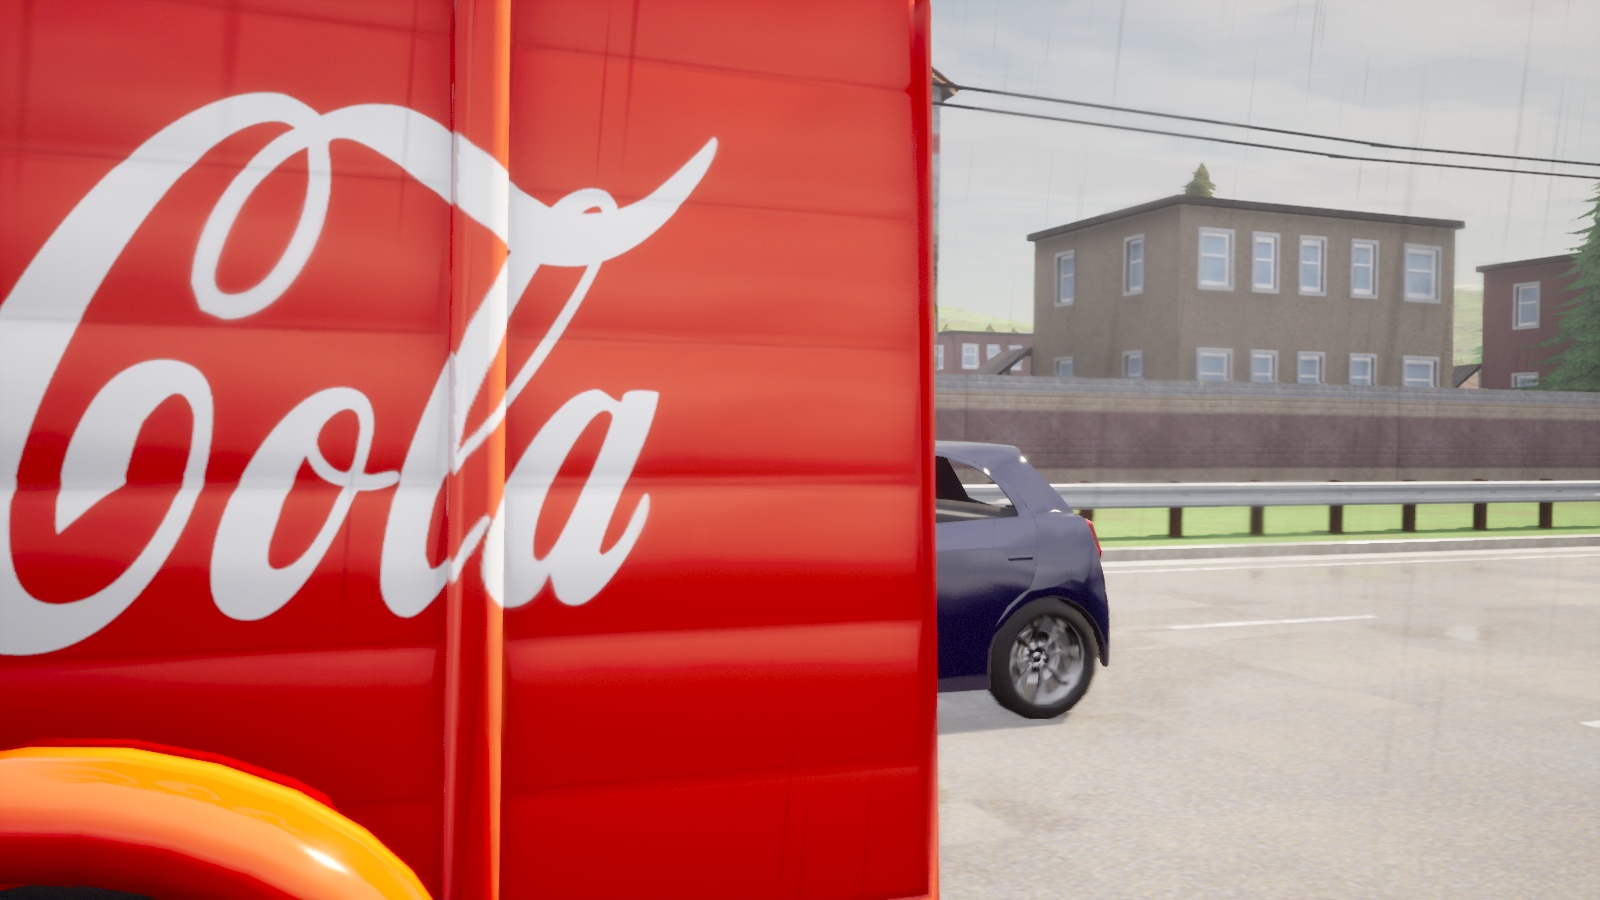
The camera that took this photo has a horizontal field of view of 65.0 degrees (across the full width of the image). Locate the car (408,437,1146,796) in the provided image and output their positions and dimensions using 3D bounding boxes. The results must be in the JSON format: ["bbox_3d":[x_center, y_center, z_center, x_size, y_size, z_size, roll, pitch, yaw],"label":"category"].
[{"bbox_3d":[-0.186,0.701,6.912,3.633,1.501,1.845,-1,1,-21],"label":"car"}]

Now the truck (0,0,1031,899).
[{"bbox_3d":[-2.541,0.302,2.269,5.204,2.467,2.627,-1,1,-21],"label":"truck"}]
